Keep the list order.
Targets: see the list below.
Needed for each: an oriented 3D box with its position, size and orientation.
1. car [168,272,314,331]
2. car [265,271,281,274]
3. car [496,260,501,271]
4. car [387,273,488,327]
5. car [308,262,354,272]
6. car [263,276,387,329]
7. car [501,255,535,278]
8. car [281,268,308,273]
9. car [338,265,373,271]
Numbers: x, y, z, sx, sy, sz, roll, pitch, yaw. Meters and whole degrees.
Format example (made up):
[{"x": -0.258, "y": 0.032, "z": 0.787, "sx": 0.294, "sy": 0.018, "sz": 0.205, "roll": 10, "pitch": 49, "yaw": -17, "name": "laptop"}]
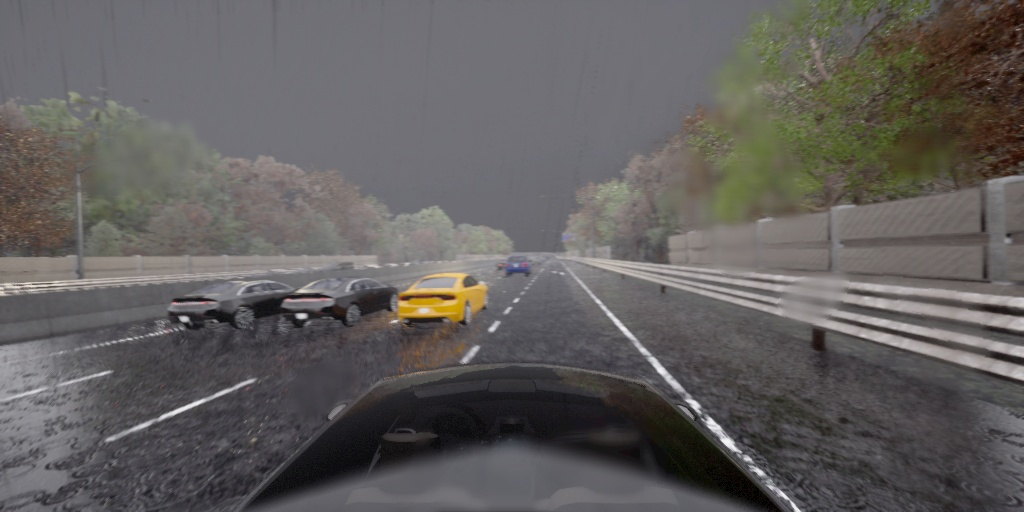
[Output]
[{"x": -9.058, "y": 1.581, "z": 12.649, "sx": 2.128, "sy": 1.511, "sz": 4.902, "roll": -2, "pitch": 0, "yaw": 7, "name": "car"}, {"x": -26.942, "y": 2.368, "z": 40.214, "sx": 1.895, "sy": 1.301, "sz": 4.718, "roll": -2, "pitch": 0, "yaw": 7, "name": "car"}, {"x": -0.908, "y": 1.347, "z": 51.252, "sx": 1.837, "sy": 1.490, "sz": 4.892, "roll": -2, "pitch": 0, "yaw": 7, "name": "car"}, {"x": -2.074, "y": 1.314, "z": 12.117, "sx": 1.882, "sy": 1.535, "sz": 5.008, "roll": -2, "pitch": 0, "yaw": 7, "name": "car"}, {"x": -19.875, "y": 1.733, "z": 40.520, "sx": 2.150, "sy": 2.045, "sz": 5.566, "roll": -2, "pitch": 0, "yaw": 7, "name": "car"}, {"x": -5.566, "y": 1.454, "z": 12.396, "sx": 2.128, "sy": 1.511, "sz": 4.902, "roll": -2, "pitch": 0, "yaw": 7, "name": "car"}, {"x": 0.676, "y": 0.986, "z": 35.162, "sx": 2.150, "sy": 2.045, "sz": 5.566, "roll": -2, "pitch": 0, "yaw": 7, "name": "car"}, {"x": -23.325, "y": 2.129, "z": 41.038, "sx": 2.128, "sy": 1.511, "sz": 4.902, "roll": -2, "pitch": 0, "yaw": 7, "name": "car"}, {"x": -16.438, "y": 1.934, "z": 39.754, "sx": 2.033, "sy": 1.411, "sz": 5.357, "roll": -2, "pitch": 0, "yaw": 7, "name": "car"}]
